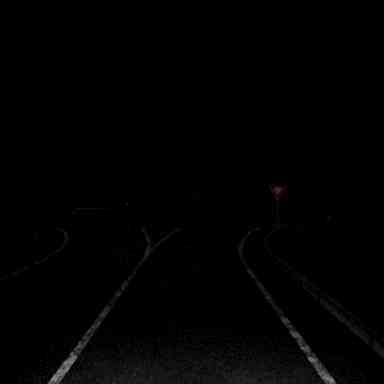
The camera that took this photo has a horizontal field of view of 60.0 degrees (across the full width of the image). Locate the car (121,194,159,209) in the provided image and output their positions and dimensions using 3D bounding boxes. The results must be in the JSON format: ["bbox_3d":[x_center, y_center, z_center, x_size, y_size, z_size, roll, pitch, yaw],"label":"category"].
[{"bbox_3d":[-7.254,1.521,47.207,4.553,1.767,2.097,1,-1,-22],"label":"car"}]

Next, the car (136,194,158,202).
[{"bbox_3d":[-12.372,1.633,91.542,5.566,2.045,2.435,0,-2,-2],"label":"car"}]

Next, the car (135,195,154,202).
[{"bbox_3d":[-12.170,1.623,85.590,4.553,1.767,2.185,0,-1,-2],"label":"car"}]

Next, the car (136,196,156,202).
[{"bbox_3d":[-12.248,1.817,88.621,5.008,1.535,2.097,0,-1,-2],"label":"car"}]

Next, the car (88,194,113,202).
[{"bbox_3d":[-24.446,1.543,87.341,5.566,2.045,2.435,0,-1,-2],"label":"car"}]
